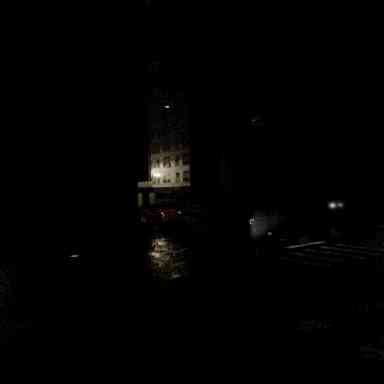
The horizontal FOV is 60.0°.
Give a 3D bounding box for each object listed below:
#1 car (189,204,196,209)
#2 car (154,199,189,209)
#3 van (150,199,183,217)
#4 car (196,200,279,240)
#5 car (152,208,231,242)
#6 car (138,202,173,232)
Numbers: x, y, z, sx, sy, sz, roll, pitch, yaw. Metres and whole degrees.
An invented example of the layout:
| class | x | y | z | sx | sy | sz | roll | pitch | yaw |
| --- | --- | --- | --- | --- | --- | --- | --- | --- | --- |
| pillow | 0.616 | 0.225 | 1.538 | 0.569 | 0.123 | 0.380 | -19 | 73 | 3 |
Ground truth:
| class | x | y | z | sx | sy | sz | roll | pitch | yaw |
| --- | --- | --- | --- | --- | --- | --- | --- | --- | --- |
| car | 0.292 | 1.804 | 31.682 | 1.752 | 1.417 | 4.829 | -1 | 0 | -35 |
| car | -2.596 | 1.630 | 25.648 | 2.097 | 1.767 | 4.553 | 0 | 0 | -35 |
| van | -2.807 | 1.688 | 36.025 | 1.690 | 1.788 | 3.998 | -1 | 0 | -35 |
| car | 2.568 | 1.517 | 18.369 | 2.097 | 1.767 | 4.553 | 0 | 0 | -35 |
| car | -0.162 | 1.778 | 17.630 | 1.802 | 1.307 | 4.206 | -1 | 0 | -35 |
| car | -3.360 | 1.705 | 22.113 | 1.967 | 1.590 | 4.097 | -1 | 0 | -35 |
